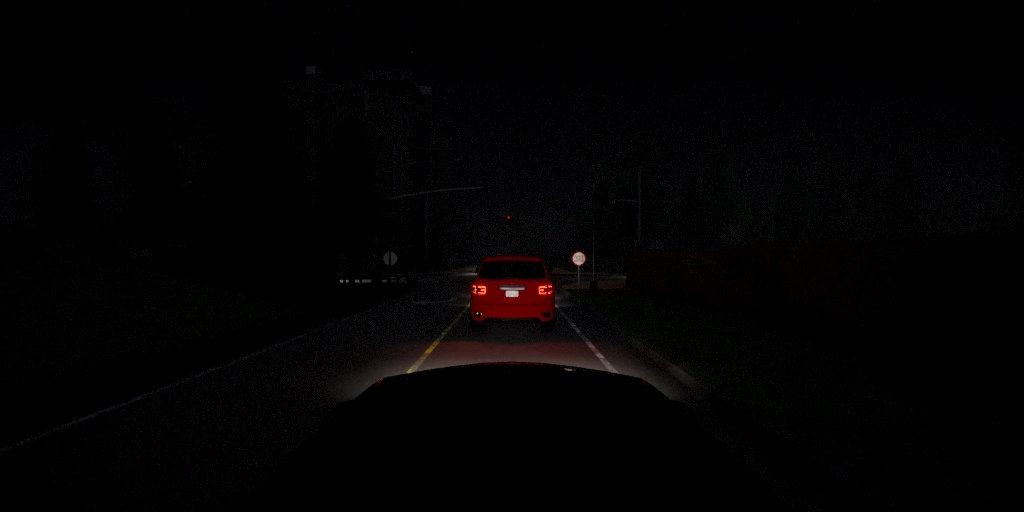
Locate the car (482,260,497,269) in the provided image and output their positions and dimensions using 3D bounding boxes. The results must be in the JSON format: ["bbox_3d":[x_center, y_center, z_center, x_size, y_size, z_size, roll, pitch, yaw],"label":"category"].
[{"bbox_3d":[-3.521,1.314,56.579,1.994,1.385,4.181,0,0,0],"label":"car"}]

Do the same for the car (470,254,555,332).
[{"bbox_3d":[0.053,0.971,11.005,2.150,2.045,5.566,0,0,1],"label":"car"}]

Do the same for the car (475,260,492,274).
[{"bbox_3d":[-3.403,1.228,43.395,1.882,1.535,5.008,0,0,-2],"label":"car"}]
